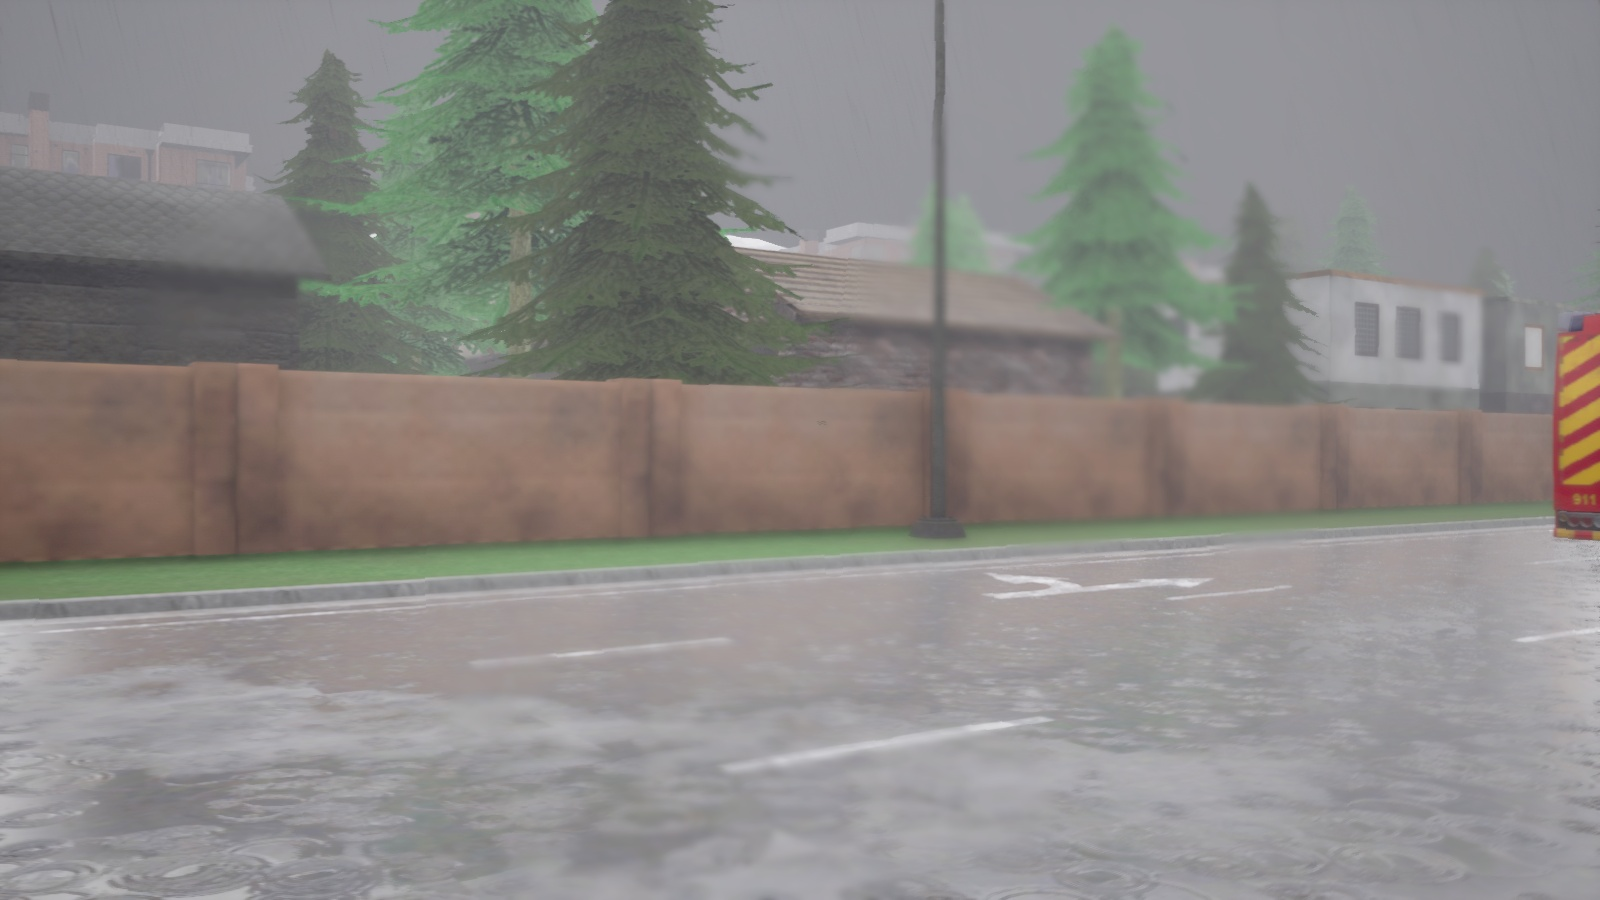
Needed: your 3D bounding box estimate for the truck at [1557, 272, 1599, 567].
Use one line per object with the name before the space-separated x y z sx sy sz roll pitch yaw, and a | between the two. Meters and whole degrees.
truck | 14.411 -0.406 17.878 8.468 3.827 2.891 0 0 -34
